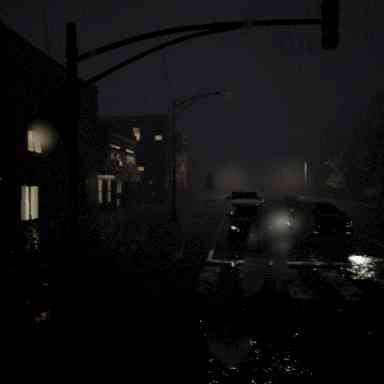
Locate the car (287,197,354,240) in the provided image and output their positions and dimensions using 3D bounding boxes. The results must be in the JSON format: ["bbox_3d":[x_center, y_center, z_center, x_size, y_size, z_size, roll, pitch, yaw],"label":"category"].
[{"bbox_3d":[6.014,1.224,15.814,1.882,1.535,5.008,0,1,7],"label":"car"}]

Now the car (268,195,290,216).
[{"bbox_3d":[7.188,1.112,25.248,1.837,1.490,4.892,0,1,7],"label":"car"}]

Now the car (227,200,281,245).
[{"bbox_3d":[2.547,1.303,14.418,1.812,1.442,4.674,0,1,8],"label":"car"}]

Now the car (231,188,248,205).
[{"bbox_3d":[6.384,0.550,44.719,2.150,2.045,5.566,0,1,7],"label":"car"}]

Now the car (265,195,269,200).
[{"bbox_3d":[8.415,1.027,35.023,1.994,1.385,4.181,0,1,7],"label":"car"}]

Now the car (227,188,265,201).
[{"bbox_3d":[3.756,0.857,24.043,2.150,2.045,5.566,0,1,6],"label":"car"}]
